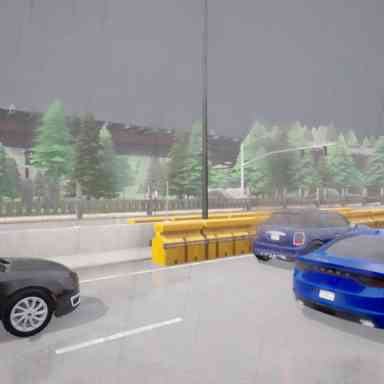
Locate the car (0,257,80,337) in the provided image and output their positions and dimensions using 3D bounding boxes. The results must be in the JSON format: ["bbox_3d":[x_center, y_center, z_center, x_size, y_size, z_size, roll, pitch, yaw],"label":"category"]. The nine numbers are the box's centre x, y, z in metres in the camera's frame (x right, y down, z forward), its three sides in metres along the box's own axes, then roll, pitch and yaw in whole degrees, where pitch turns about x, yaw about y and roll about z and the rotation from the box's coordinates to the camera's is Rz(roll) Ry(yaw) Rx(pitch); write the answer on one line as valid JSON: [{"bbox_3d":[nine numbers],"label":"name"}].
[{"bbox_3d":[-4.235,1.505,5.025,4.892,1.490,1.837,0,0,-35],"label":"car"}]

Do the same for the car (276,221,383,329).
[{"bbox_3d":[4.147,1.478,6.709,5.008,1.535,1.882,0,0,-36],"label":"car"}]

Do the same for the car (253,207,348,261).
[{"bbox_3d":[4.185,1.352,11.037,4.553,1.767,2.097,0,0,-36],"label":"car"}]
